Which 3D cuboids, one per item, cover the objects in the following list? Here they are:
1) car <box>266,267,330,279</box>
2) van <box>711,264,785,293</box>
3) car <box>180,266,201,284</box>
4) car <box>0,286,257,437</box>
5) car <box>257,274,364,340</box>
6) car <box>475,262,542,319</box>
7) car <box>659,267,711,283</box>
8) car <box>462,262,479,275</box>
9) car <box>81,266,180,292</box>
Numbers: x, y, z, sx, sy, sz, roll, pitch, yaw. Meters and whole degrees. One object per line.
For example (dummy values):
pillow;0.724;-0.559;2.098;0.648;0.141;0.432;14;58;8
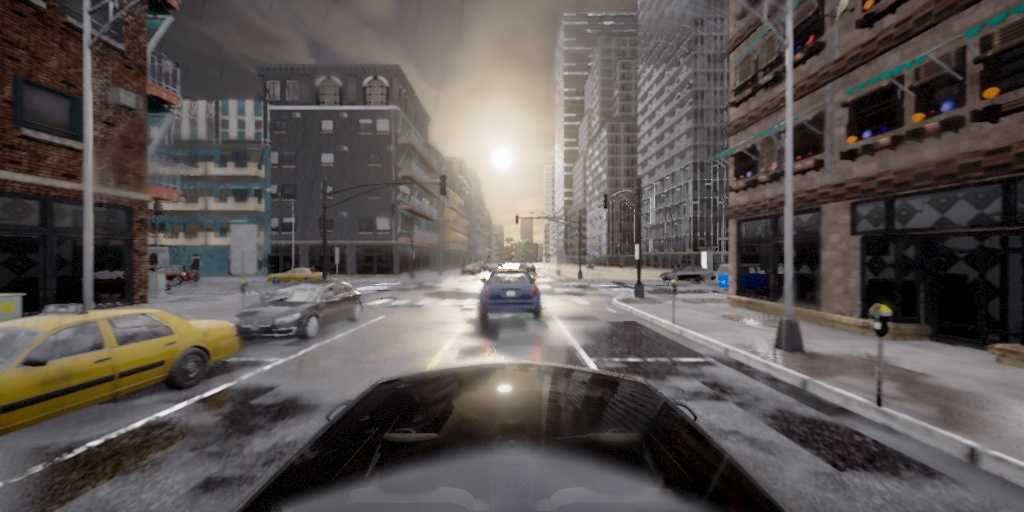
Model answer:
car;-17.875;1.589;30.121;4.829;1.417;1.751;0;0;0
van;14.694;1.355;21.783;3.998;1.789;1.690;0;0;0
car;-28.772;1.533;30.106;4.097;1.591;1.967;0;0;0
car;-5.691;1.308;4.301;1.751;1.417;4.829;0;0;0
car;-5.690;1.400;10.135;2.007;1.370;4.403;0;0;0
car;-0.116;1.242;13.616;2.097;1.767;4.553;0;-1;-2
car;14.684;1.556;30.164;4.313;1.339;1.948;0;0;0
car;-5.677;1.849;48.198;1.888;1.381;4.507;0;0;0
car;-23.229;1.543;21.733;4.097;1.591;1.967;0;0;0
